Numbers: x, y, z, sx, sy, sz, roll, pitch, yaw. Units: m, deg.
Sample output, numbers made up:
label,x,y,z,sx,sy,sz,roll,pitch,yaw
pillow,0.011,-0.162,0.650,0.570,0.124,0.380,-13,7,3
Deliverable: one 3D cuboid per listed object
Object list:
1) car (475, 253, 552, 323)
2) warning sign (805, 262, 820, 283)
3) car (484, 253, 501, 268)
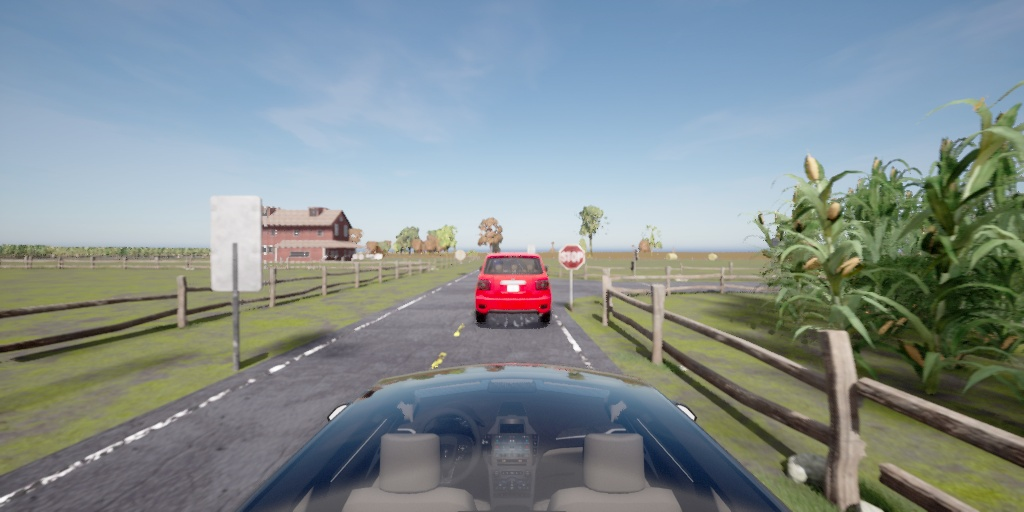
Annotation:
label,x,y,z,sx,sy,sz,roll,pitch,yaw
car,0.054,0.908,11.933,2.150,2.045,5.566,0,0,1
warning sign,15.878,0.863,18.953,1.060,1.860,1.300,0,0,0
car,-2.788,0.630,52.653,2.150,2.045,5.566,0,0,0
